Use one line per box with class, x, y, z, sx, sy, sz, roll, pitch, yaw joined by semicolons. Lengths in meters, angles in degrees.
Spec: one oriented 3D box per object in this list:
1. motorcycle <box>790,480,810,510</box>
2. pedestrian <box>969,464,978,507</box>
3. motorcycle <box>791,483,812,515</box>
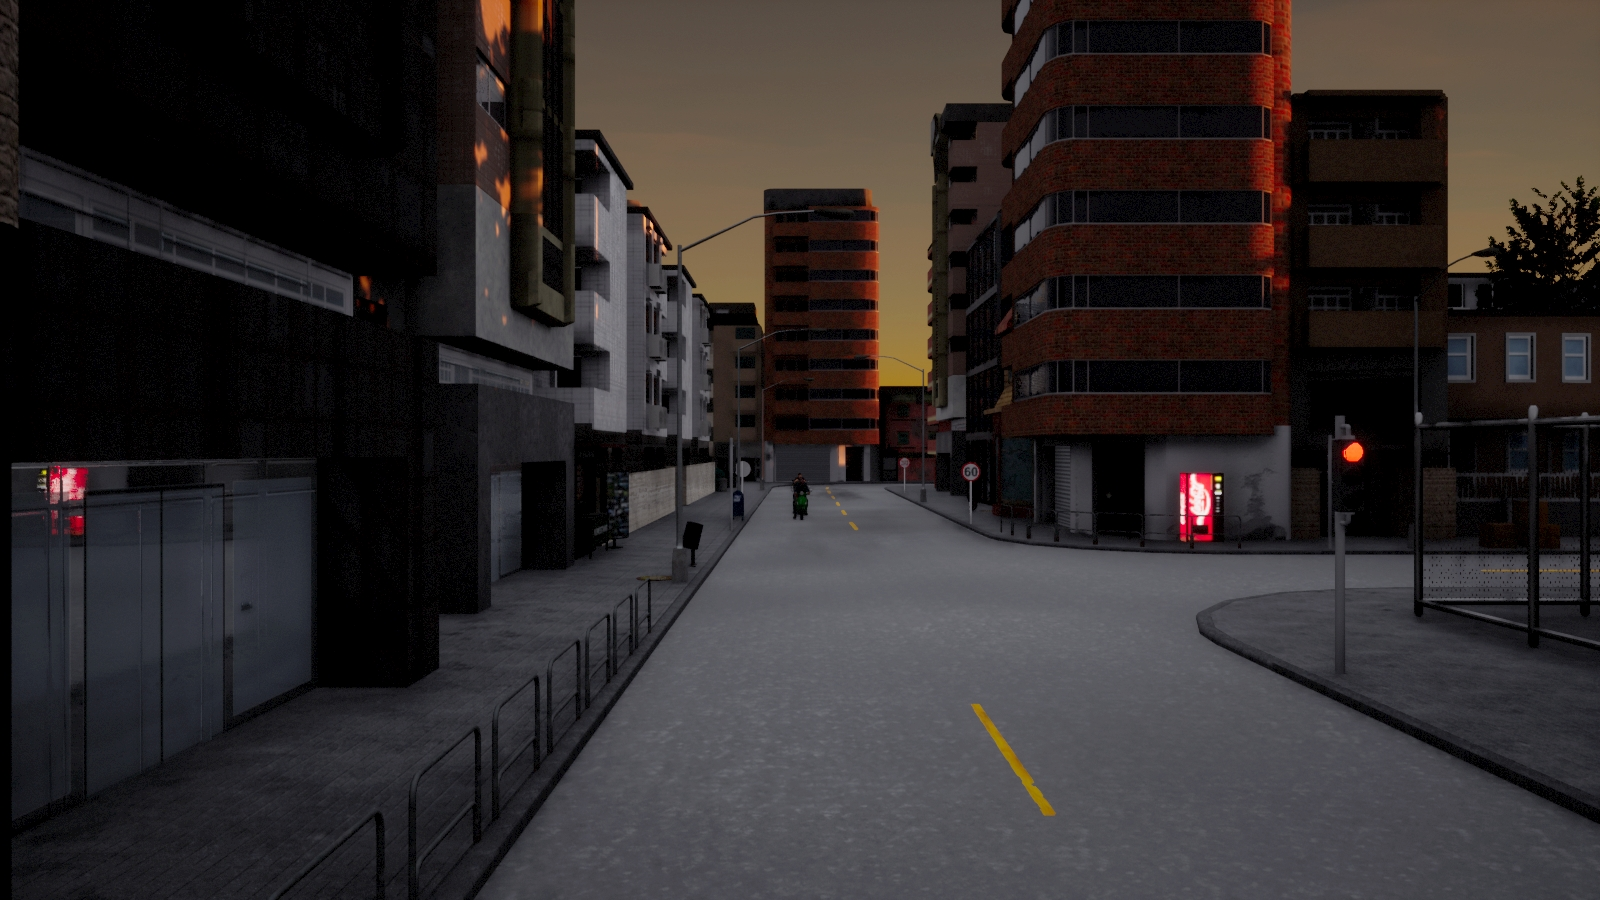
motorcycle;0.019;1.970;50.389;0.856;1.236;1.805;0;0;0
pedestrian;7.561;1.532;49.769;0.375;1.860;0.375;0;0;14
motorcycle;0.063;1.970;46.521;0.856;1.236;1.805;0;0;0
